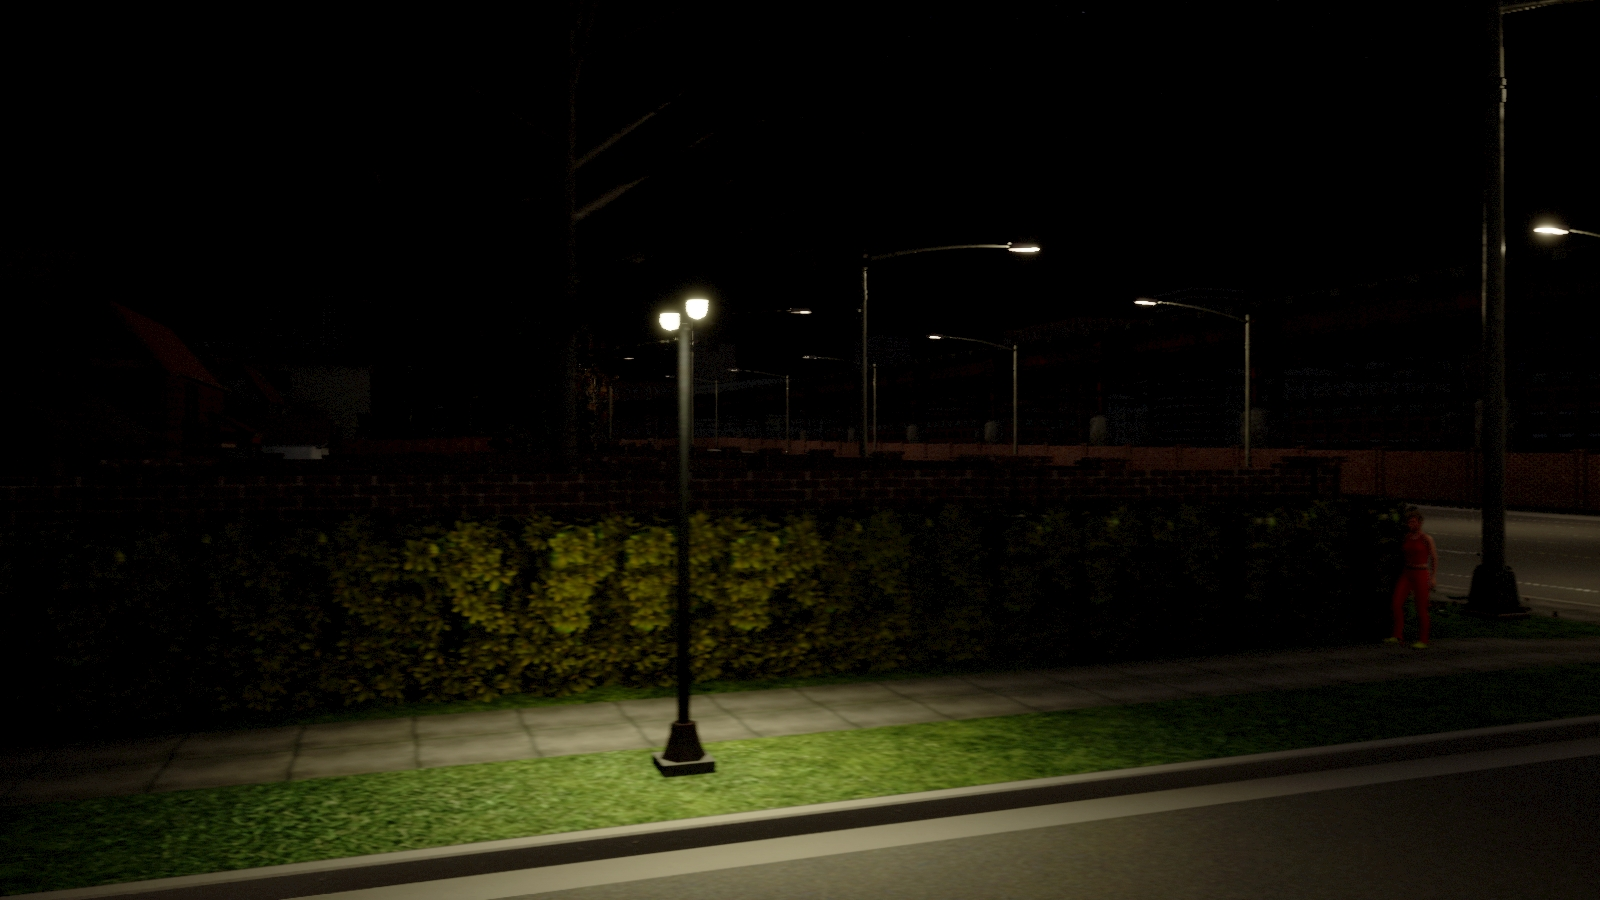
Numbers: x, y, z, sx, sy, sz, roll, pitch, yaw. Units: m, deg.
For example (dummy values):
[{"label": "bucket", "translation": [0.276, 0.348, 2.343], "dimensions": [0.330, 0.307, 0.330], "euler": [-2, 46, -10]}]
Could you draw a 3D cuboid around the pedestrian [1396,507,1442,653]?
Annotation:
[{"label": "pedestrian", "translation": [8.143, 1.696, 15.039], "dimensions": [0.375, 1.860, 0.375], "euler": [0, 0, -20]}]
